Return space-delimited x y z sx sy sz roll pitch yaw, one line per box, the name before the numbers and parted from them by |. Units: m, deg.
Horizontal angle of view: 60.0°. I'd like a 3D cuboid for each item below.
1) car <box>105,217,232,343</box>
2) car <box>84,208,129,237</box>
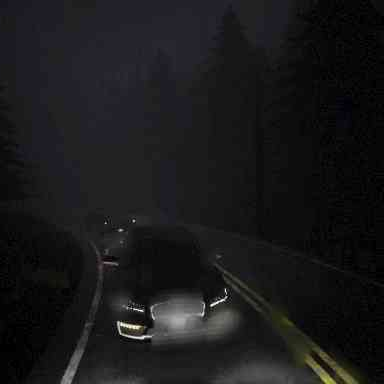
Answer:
car | -0.648 1.495 6.830 1.837 1.490 4.892 -1 0 -11
car | -4.644 1.613 18.564 1.895 1.301 4.718 -3 1 -29
